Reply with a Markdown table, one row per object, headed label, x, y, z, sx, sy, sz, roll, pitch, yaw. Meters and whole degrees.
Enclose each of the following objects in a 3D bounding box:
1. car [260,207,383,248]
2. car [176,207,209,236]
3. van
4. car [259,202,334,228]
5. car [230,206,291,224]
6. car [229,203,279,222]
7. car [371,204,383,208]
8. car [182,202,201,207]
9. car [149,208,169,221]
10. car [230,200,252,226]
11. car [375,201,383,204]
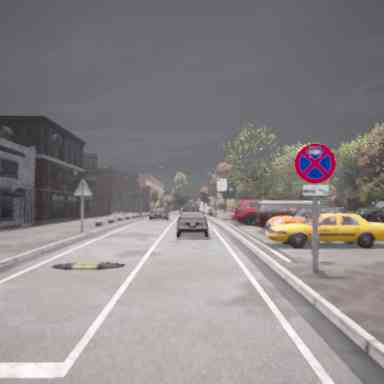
| label | x | y | z | sx | sy | sz | roll | pitch | yaw |
| --- | --- | --- | --- | --- | --- | --- | --- | --- | --- |
| car | 6.065 | 1.630 | 14.975 | 5.366 | 1.575 | 1.946 | 0 | -1 | -1 |
| car | 0.010 | 1.821 | 20.053 | 2.033 | 1.411 | 5.357 | 0 | -1 | -1 |
| van | 6.304 | 1.539 | 20.936 | 4.442 | 1.987 | 1.878 | 0 | -1 | -1 |
| car | 6.251 | 1.566 | 17.896 | 4.553 | 1.767 | 2.185 | 0 | -1 | -1 |
| car | 6.077 | 2.027 | 30.033 | 5.008 | 1.535 | 2.097 | 0 | -2 | -1 |
| car | 6.058 | 2.002 | 33.071 | 4.553 | 1.767 | 2.185 | 0 | -2 | -1 |
| car | 18.360 | 1.971 | 28.415 | 4.892 | 1.521 | 2.231 | 0 | -2 | -1 |
| car | -0.118 | 2.323 | 41.547 | 2.150 | 2.045 | 5.566 | 0 | -3 | 0 |
| car | -3.516 | 2.408 | 36.167 | 1.994 | 1.385 | 4.181 | 0 | -3 | 0 |
| car | 6.145 | 1.681 | 27.125 | 5.566 | 2.045 | 2.435 | 0 | -2 | -1 |
| car | 18.298 | 1.806 | 31.090 | 5.566 | 2.045 | 2.435 | 0 | -2 | -1 |
